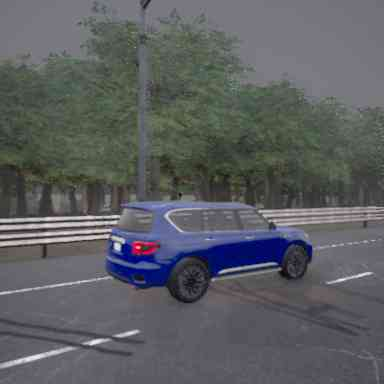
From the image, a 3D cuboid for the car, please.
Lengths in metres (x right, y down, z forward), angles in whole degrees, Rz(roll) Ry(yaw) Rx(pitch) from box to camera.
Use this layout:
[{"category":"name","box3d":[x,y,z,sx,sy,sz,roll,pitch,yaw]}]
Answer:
[{"category":"car","box3d":[0.658,1.253,8.435,5.566,2.045,2.150,1,0,-35]}]
